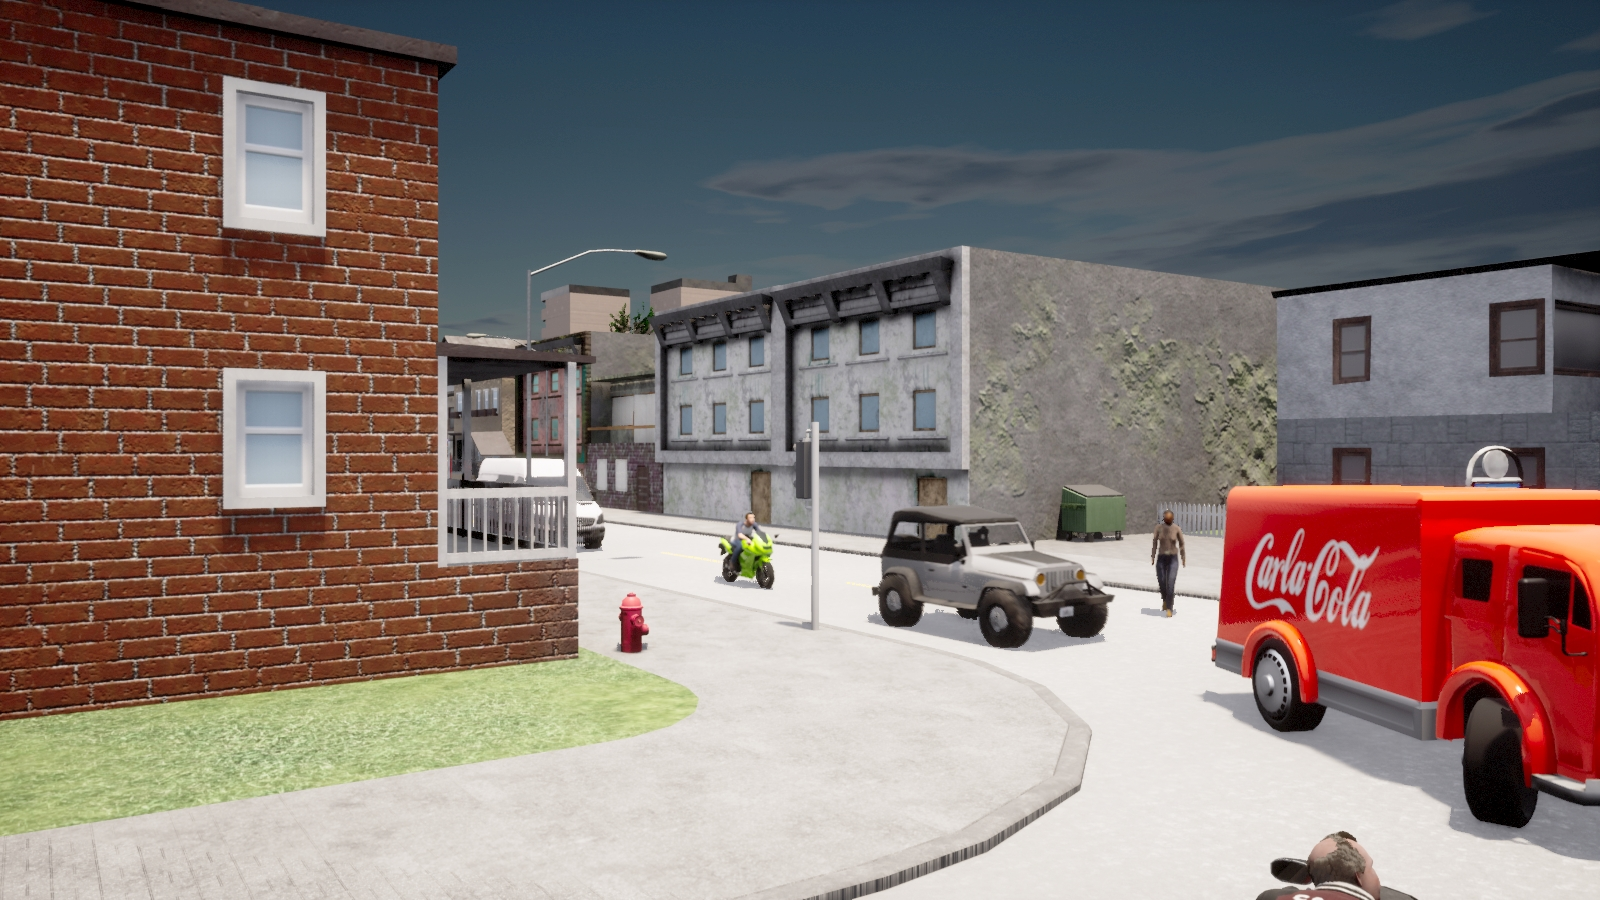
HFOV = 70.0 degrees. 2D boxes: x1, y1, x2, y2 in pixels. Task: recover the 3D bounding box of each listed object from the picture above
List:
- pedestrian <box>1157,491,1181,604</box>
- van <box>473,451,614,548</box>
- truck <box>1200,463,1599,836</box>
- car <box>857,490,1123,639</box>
[{"bbox_3d":[6.222,1.628,19.269,0.375,1.860,0.375,0,0,19],"label":"pedestrian"},{"bbox_3d":[-7.587,1.315,33.226,1.988,2.561,5.915,0,0,-34],"label":"van"},{"bbox_3d":[6.072,1.356,10.335,2.627,2.467,5.204,0,-1,-6],"label":"truck"},{"bbox_3d":[2.817,1.637,17.697,1.905,1.878,3.866,0,0,-35],"label":"car"}]
